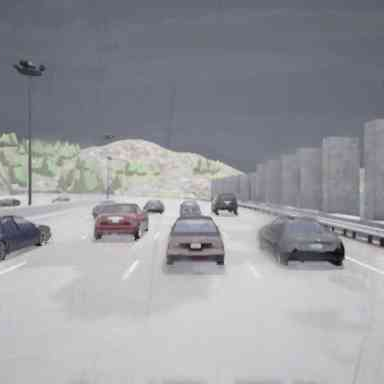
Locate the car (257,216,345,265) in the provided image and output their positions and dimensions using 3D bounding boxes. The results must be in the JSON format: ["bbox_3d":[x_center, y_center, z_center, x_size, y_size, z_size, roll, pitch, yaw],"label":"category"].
[{"bbox_3d":[3.590,1.538,11.630,1.994,1.385,4.181,0,0,0],"label":"car"}]

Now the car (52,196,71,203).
[{"bbox_3d":[-19.143,1.379,48.932,2.128,1.511,4.902,0,0,-6],"label":"car"}]

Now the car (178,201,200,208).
[{"bbox_3d":[-0.209,1.482,28.921,2.033,1.411,5.357,0,0,-1],"label":"car"}]

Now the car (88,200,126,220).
[{"bbox_3d":[-7.210,1.481,28.904,2.033,1.411,5.357,0,0,-1],"label":"car"}]

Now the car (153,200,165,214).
[{"bbox_3d":[-3.902,1.485,34.605,1.994,1.385,4.181,0,0,-2],"label":"car"}]

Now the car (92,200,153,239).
[{"bbox_3d":[-3.456,1.313,17.053,2.097,1.767,4.553,0,0,-1],"label":"car"}]

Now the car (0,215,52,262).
[{"bbox_3d":[-6.907,1.520,11.822,2.033,1.411,5.357,0,0,0],"label":"car"}]

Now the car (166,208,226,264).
[{"bbox_3d":[0.093,1.521,11.686,2.033,1.411,5.357,0,0,0],"label":"car"}]

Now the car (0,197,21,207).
[{"bbox_3d":[-26.023,1.453,47.374,1.994,1.385,4.181,0,0,-6],"label":"car"}]

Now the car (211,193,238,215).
[{"bbox_3d":[3.159,1.147,33.278,2.150,2.045,5.566,0,0,-2],"label":"car"}]
